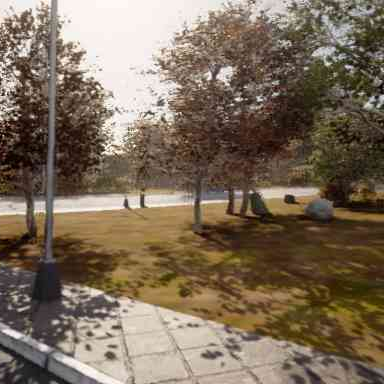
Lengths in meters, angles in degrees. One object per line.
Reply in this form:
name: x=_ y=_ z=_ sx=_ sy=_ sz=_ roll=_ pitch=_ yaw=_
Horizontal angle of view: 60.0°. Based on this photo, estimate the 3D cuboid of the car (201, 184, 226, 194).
car: x=3.082 y=-0.531 z=52.180 sx=4.674 sy=1.442 sz=1.812 roll=-2 pitch=3 yaw=-27
